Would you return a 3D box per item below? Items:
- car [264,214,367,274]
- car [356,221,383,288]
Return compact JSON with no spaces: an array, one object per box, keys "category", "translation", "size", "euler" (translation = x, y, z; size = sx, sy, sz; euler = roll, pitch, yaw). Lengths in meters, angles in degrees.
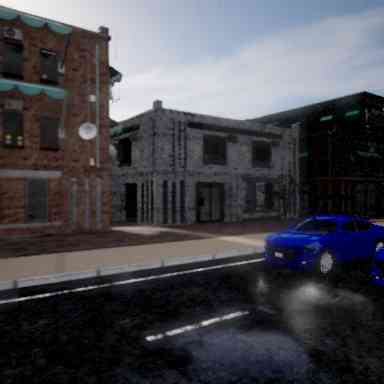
[{"category":"car","translation":[4.489,1.519,10.881],"size":[5.008,1.535,1.882],"euler":[0,0,-35]},{"category":"car","translation":[6.375,1.519,8.236],"size":[5.008,1.535,1.882],"euler":[0,0,-35]}]
